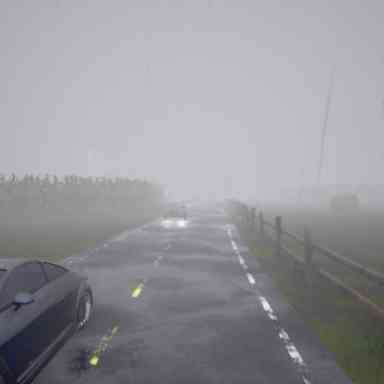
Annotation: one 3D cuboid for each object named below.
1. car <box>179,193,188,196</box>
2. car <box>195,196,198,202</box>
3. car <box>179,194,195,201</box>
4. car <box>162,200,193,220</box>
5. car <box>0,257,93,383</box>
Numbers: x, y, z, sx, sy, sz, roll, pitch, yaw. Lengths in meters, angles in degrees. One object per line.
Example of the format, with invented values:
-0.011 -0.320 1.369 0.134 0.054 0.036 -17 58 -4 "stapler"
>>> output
-2.274 1.420 95.498 2.150 2.045 5.566 0 0 -13 "car"
0.214 1.640 82.215 1.837 1.490 4.892 0 0 -10 "car"
-1.089 1.688 70.405 1.882 1.535 5.008 0 0 -4 "car"
-1.327 1.645 29.116 1.994 1.385 4.181 0 0 4 "car"
-2.721 1.571 4.088 1.994 1.385 4.181 0 0 1 "car"
